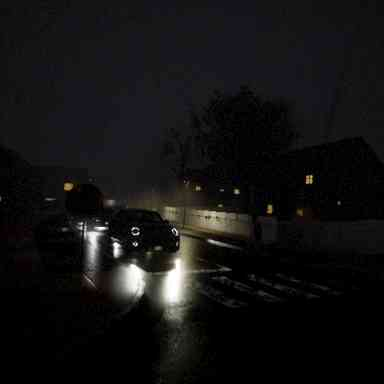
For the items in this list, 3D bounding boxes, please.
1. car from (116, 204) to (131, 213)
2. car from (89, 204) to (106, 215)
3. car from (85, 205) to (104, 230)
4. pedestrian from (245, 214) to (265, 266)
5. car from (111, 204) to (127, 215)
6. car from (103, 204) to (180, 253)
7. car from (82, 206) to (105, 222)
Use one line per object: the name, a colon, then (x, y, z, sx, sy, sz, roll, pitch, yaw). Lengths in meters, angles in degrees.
car: (-12.030, 2.822, 58.729, 1.994, 1.385, 4.181, 3, -2, -5)
car: (-13.534, 2.489, 47.831, 1.895, 1.301, 4.718, 4, -2, -10)
car: (-6.369, 1.810, 23.492, 1.837, 1.490, 4.892, 4, -3, -23)
pedestrian: (2.196, 1.597, 11.498, 0.375, 1.860, 0.375, 5, -3, -29)
car: (-10.643, 2.597, 48.807, 1.994, 1.385, 4.181, 4, -2, -10)
car: (-2.179, 1.521, 14.289, 2.097, 1.767, 4.553, 4, -3, -26)
car: (-9.780, 2.097, 33.001, 1.895, 1.301, 4.718, 4, -2, -17)
